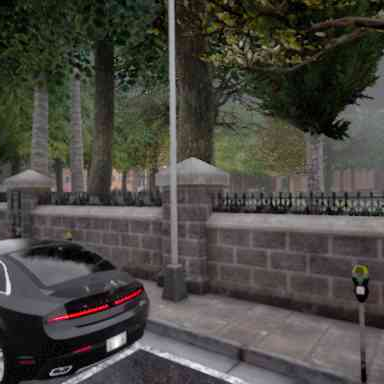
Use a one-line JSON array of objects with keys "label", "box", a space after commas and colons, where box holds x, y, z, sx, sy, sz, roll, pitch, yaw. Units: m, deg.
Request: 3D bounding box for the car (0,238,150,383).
[{"label": "car", "box": [-2.859, 1.512, 5.317, 4.892, 1.490, 1.837, 0, 0, 35]}]
